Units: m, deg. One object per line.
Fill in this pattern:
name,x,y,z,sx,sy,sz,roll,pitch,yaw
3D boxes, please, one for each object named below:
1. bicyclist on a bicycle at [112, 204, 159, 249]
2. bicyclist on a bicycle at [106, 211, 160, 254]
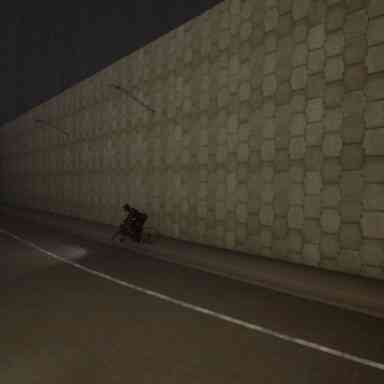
bicyclist on a bicycle,-2.044,1.193,11.739,1.656,1.620,0.582,-9,16,-10
bicyclist on a bicycle,-2.259,1.497,12.651,1.656,0.582,1.620,46,-22,-17
